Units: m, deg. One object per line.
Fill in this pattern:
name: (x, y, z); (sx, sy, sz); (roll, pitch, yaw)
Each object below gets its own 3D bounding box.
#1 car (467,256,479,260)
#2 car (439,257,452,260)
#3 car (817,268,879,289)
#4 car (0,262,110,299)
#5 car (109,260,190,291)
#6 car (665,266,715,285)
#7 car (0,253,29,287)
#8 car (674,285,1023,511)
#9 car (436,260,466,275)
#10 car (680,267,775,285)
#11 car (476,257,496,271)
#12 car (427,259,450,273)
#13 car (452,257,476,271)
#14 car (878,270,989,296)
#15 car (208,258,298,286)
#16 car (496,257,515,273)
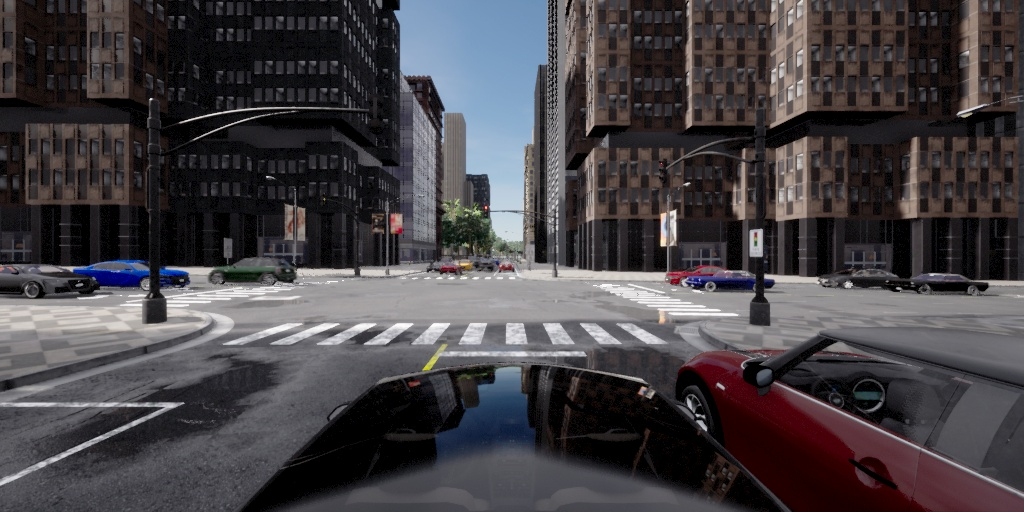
car: (-6.588, 1.009, 59.271); (2.150, 2.045, 5.566); (0, 0, 0)
car: (-9.192, 1.080, 49.136); (2.192, 1.841, 5.009); (0, 0, 0)
car: (24.833, 1.629, 25.794); (4.892, 1.490, 1.837); (0, 0, 0)
car: (-20.775, 1.052, 15.558); (4.181, 1.385, 1.994); (1, 0, 0)
car: (-19.838, 0.975, 18.813); (5.008, 1.535, 1.882); (1, 0, 0)
car: (13.631, 1.441, 25.733); (5.008, 1.535, 1.882); (1, 0, 0)
car: (-28.950, 0.721, 18.755); (4.553, 1.767, 2.097); (1, 0, 0)
car: (2.763, 1.190, 2.378); (1.967, 1.591, 4.097); (0, 0, 0)
car: (-6.482, 1.344, 38.539); (1.895, 1.301, 4.718); (0, 0, 1)
car: (13.514, 1.567, 22.476); (4.718, 1.301, 1.895); (1, 0, 0)
car: (-3.342, 1.268, 48.418); (1.837, 1.490, 4.892); (0, 0, 0)
car: (-9.154, 1.319, 43.711); (1.948, 1.339, 4.313); (0, 0, 0)
car: (-6.522, 1.242, 48.933); (1.882, 1.535, 5.008); (0, 0, 0)
car: (26.527, 1.755, 22.558); (4.718, 1.301, 1.895); (1, 0, 0)
car: (-16.051, 0.897, 22.288); (4.553, 1.767, 2.097); (1, 0, 0)
car: (-0.629, 1.193, 43.768); (1.967, 1.591, 4.097); (0, 0, 0)
